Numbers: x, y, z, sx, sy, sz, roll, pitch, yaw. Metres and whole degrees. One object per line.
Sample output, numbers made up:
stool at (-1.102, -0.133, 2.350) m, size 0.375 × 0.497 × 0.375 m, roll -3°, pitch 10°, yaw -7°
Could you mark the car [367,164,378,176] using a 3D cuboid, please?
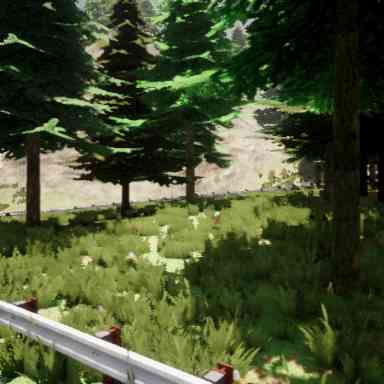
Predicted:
car at (18.448, -1.696, 32.390) m, size 5.566 × 2.045 × 2.150 m, roll -5°, pitch -2°, yaw 19°
